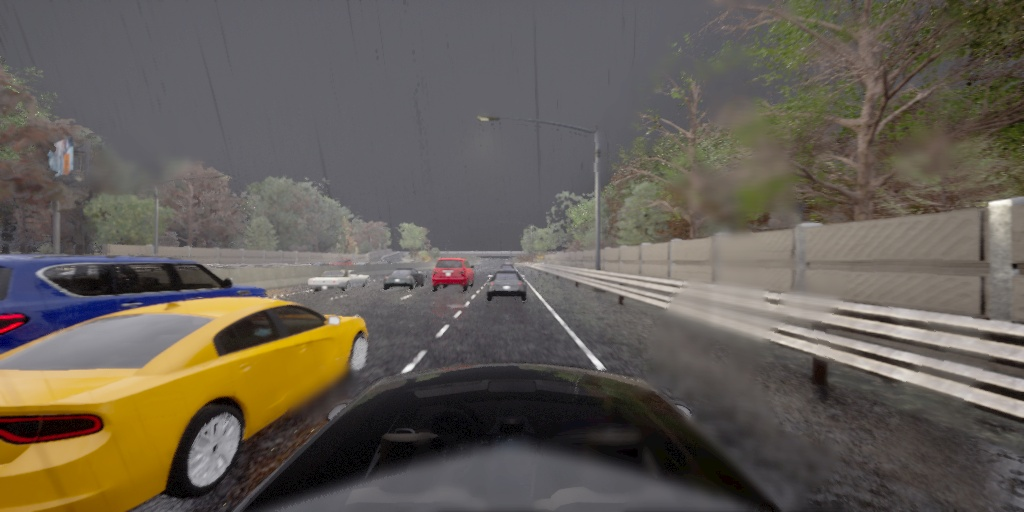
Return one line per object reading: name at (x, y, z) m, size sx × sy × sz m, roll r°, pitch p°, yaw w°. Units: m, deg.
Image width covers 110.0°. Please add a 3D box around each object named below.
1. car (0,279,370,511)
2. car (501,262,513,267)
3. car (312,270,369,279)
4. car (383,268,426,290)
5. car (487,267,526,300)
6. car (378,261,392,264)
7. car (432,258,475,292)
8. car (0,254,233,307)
car at (-3.495, 1.249, 4.501) m, size 1.882 × 1.535 × 5.008 m, roll 0°, pitch -1°, yaw -1°
car at (-0.581, 1.689, 41.616) m, size 1.994 × 1.385 × 4.181 m, roll 0°, pitch -1°, yaw -1°
car at (-10.732, 1.532, 22.711) m, size 1.895 × 1.301 × 4.718 m, roll 0°, pitch -1°, yaw -1°
car at (-7.256, 1.516, 24.594) m, size 1.994 × 1.385 × 4.181 m, roll 0°, pitch -1°, yaw -1°
car at (-0.285, 1.472, 18.971) m, size 1.994 × 1.385 × 4.181 m, roll 0°, pitch -1°, yaw -1°
car at (-21.853, 1.667, 61.136) m, size 2.097 × 1.767 × 4.553 m, roll 0°, pitch -1°, yaw 0°
car at (-3.744, 1.168, 23.513) m, size 2.150 × 2.045 × 5.566 m, roll 0°, pitch -1°, yaw -1°
car at (-7.023, 1.009, 6.670) m, size 2.150 × 2.045 × 5.566 m, roll 0°, pitch 0°, yaw -1°
